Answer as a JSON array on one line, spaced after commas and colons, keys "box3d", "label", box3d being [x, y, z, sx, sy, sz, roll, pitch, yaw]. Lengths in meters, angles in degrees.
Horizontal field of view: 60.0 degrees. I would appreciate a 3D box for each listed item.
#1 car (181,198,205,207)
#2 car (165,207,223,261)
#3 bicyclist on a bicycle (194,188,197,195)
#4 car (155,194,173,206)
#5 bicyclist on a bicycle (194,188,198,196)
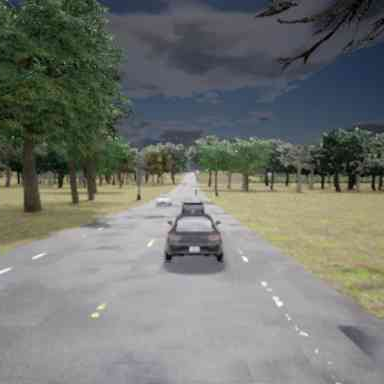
[{"box3d": [0.088, 1.235, 28.617, 2.128, 1.511, 4.902, 0, 1, 0], "label": "car"}, {"box3d": [0.074, 1.470, 11.886, 1.812, 1.442, 4.674, 0, 0, 0], "label": "car"}, {"box3d": [0.962, -0.133, 85.660, 0.866, 1.612, 1.509, 0, 2, 0], "label": "bicyclist on a bicycle"}, {"box3d": [-3.588, 1.048, 42.928, 1.812, 1.442, 4.674, 0, 1, 0], "label": "car"}, {"box3d": [0.964, 0.139, 76.667, 0.582, 1.620, 1.656, 0, 1, 0], "label": "bicyclist on a bicycle"}]
